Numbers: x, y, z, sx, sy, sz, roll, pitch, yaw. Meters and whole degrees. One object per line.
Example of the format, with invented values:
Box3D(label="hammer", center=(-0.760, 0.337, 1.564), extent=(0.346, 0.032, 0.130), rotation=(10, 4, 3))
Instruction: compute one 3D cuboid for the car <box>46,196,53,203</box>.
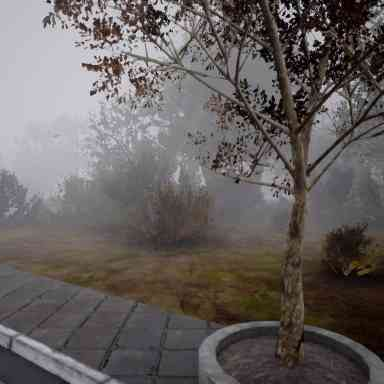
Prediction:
Box3D(label="car", center=(-18.041, 1.269, 42.232), extent=(2.033, 1.411, 5.357), rotation=(1, 0, 32))
